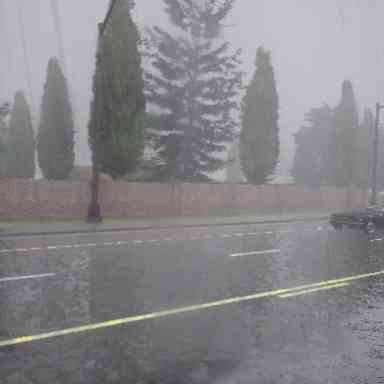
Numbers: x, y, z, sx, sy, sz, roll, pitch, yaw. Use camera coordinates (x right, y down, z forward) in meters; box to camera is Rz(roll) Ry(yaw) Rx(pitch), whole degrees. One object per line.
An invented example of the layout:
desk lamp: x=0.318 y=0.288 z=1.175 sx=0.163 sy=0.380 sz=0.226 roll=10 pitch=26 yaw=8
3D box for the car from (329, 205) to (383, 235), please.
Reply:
car: x=9.378 y=1.374 z=17.459 sx=4.718 sy=1.301 sz=1.895 roll=0 pitch=2 yaw=-32
